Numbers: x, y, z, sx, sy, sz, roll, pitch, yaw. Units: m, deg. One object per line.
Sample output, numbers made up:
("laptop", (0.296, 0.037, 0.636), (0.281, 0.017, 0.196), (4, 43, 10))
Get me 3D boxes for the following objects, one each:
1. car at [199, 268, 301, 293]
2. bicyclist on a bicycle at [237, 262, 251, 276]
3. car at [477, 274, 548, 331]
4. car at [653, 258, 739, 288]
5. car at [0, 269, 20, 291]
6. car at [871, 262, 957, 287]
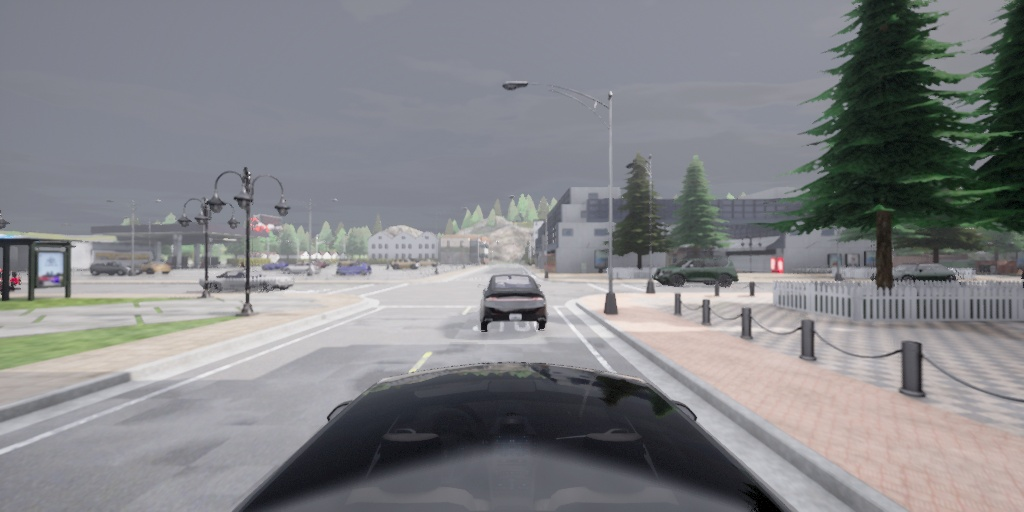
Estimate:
("car", (-15.949, 1.532, 21.818), (4.718, 1.301, 1.895), (0, 0, -1))
("bicyclist on a bicycle", (-21.876, 1.294, 29.248), (0.582, 1.620, 1.656), (0, 0, -1))
("car", (-0.058, 1.323, 11.388), (2.128, 1.511, 4.902), (0, 0, -3))
("car", (13.170, 1.187, 25.792), (5.566, 2.045, 2.150), (0, 0, 0))
("car", (-33.606, 1.153, 21.668), (5.566, 2.045, 2.150), (0, 0, 0))
("car", (28.901, 1.318, 25.912), (4.553, 1.767, 2.097), (0, 0, 0))
